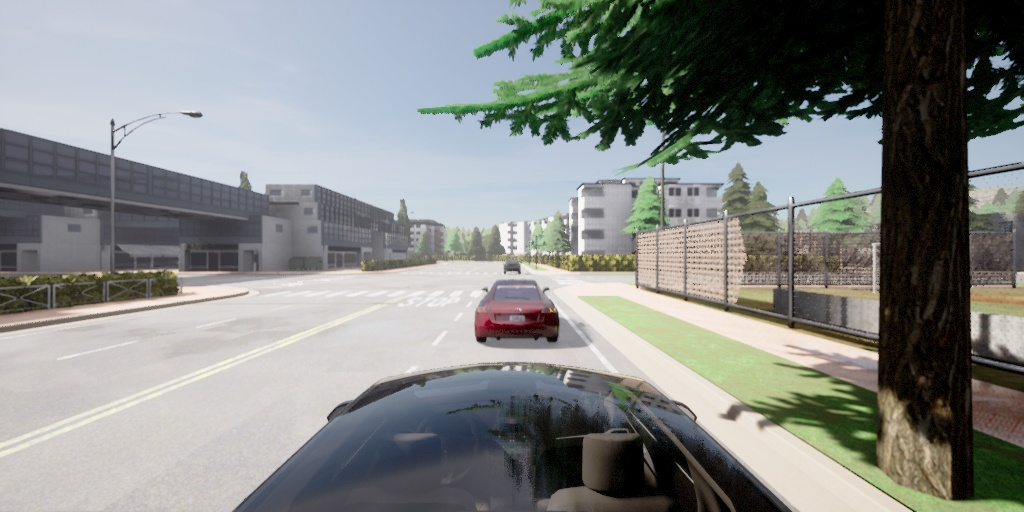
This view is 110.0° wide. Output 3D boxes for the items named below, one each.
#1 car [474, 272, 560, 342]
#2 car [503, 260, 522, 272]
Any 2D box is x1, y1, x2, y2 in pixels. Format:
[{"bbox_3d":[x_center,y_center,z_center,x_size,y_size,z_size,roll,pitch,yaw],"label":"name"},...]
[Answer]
[{"bbox_3d":[0.102,1.305,9.729,1.994,1.385,4.181,0,0,0],"label":"car"},{"bbox_3d":[0.010,1.212,40.385,1.837,1.490,4.892,0,0,0],"label":"car"}]
